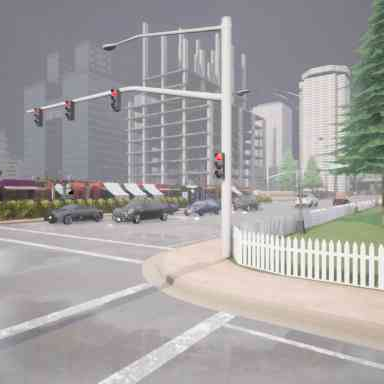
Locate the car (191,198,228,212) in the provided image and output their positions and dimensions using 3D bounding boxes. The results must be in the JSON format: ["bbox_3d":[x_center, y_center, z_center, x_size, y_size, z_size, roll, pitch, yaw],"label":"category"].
[{"bbox_3d":[2.242,1.547,40.399,2.033,1.411,5.357,0,0,34],"label":"car"}]

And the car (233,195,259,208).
[{"bbox_3d":[7.945,1.352,48.751,2.097,1.767,4.553,0,0,35],"label":"car"}]

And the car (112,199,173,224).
[{"bbox_3d":[-3.874,1.352,25.127,2.097,1.767,4.553,0,0,34],"label":"car"}]

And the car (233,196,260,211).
[{"bbox_3d":[6.715,1.505,40.747,1.837,1.490,4.892,0,0,34],"label":"car"}]

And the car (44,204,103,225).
[{"bbox_3d":[-8.588,1.564,24.410,1.994,1.385,4.181,0,0,34],"label":"car"}]

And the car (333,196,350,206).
[{"bbox_3d":[24.122,1.478,53.636,1.882,1.535,5.008,0,0,34],"label":"car"}]

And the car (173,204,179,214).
[{"bbox_3d":[-3.405,1.547,32.064,2.033,1.411,5.357,0,0,34],"label":"car"}]

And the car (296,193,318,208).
[{"bbox_3d":[17.183,1.221,49.630,2.150,2.045,5.566,0,0,34],"label":"car"}]

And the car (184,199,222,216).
[{"bbox_3d":[1.078,1.526,32.421,1.812,1.442,4.674,0,0,34],"label":"car"}]
